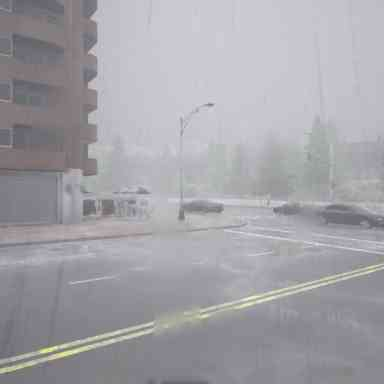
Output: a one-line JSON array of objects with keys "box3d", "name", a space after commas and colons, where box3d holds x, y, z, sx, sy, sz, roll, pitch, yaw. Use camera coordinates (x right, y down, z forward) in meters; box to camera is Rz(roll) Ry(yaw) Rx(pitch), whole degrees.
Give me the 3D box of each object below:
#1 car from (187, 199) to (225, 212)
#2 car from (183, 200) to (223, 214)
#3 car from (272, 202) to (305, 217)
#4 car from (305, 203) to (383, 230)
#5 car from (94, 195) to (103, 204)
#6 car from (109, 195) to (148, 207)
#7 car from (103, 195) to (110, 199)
[{"box3d": [1.575, 1.545, 39.270, 1.895, 1.301, 4.718, 0, 0, -36], "name": "car"}, {"box3d": [1.083, 1.545, 33.976, 1.895, 1.301, 4.718, 0, 0, -35], "name": "car"}, {"box3d": [9.281, 1.546, 28.428, 1.895, 1.301, 4.718, 0, 0, -35], "name": "car"}, {"box3d": [10.055, 1.488, 21.239, 1.837, 1.490, 4.892, 0, 0, -35], "name": "car"}, {"box3d": [-16.452, 1.296, 62.930, 4.553, 1.767, 2.097, 0, 0, 17], "name": "car"}, {"box3d": [-8.973, 1.437, 46.854, 4.902, 1.511, 2.128, 0, 0, 43], "name": "car"}, {"box3d": [-12.338, 1.492, 58.018, 5.357, 1.411, 2.033, 0, 0, 25], "name": "car"}]
